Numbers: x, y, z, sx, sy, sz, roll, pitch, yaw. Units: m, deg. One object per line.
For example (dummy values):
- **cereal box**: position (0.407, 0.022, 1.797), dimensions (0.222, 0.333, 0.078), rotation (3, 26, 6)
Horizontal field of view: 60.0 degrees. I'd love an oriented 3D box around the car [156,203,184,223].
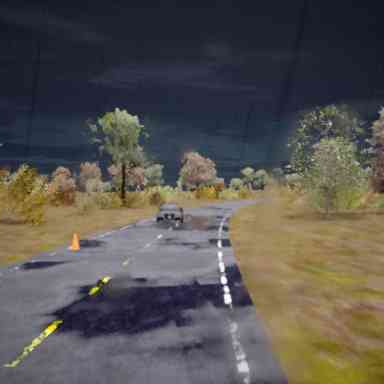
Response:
- **car**: position (-1.638, 1.562, 25.450), dimensions (1.994, 1.385, 4.181), rotation (0, 0, -2)
